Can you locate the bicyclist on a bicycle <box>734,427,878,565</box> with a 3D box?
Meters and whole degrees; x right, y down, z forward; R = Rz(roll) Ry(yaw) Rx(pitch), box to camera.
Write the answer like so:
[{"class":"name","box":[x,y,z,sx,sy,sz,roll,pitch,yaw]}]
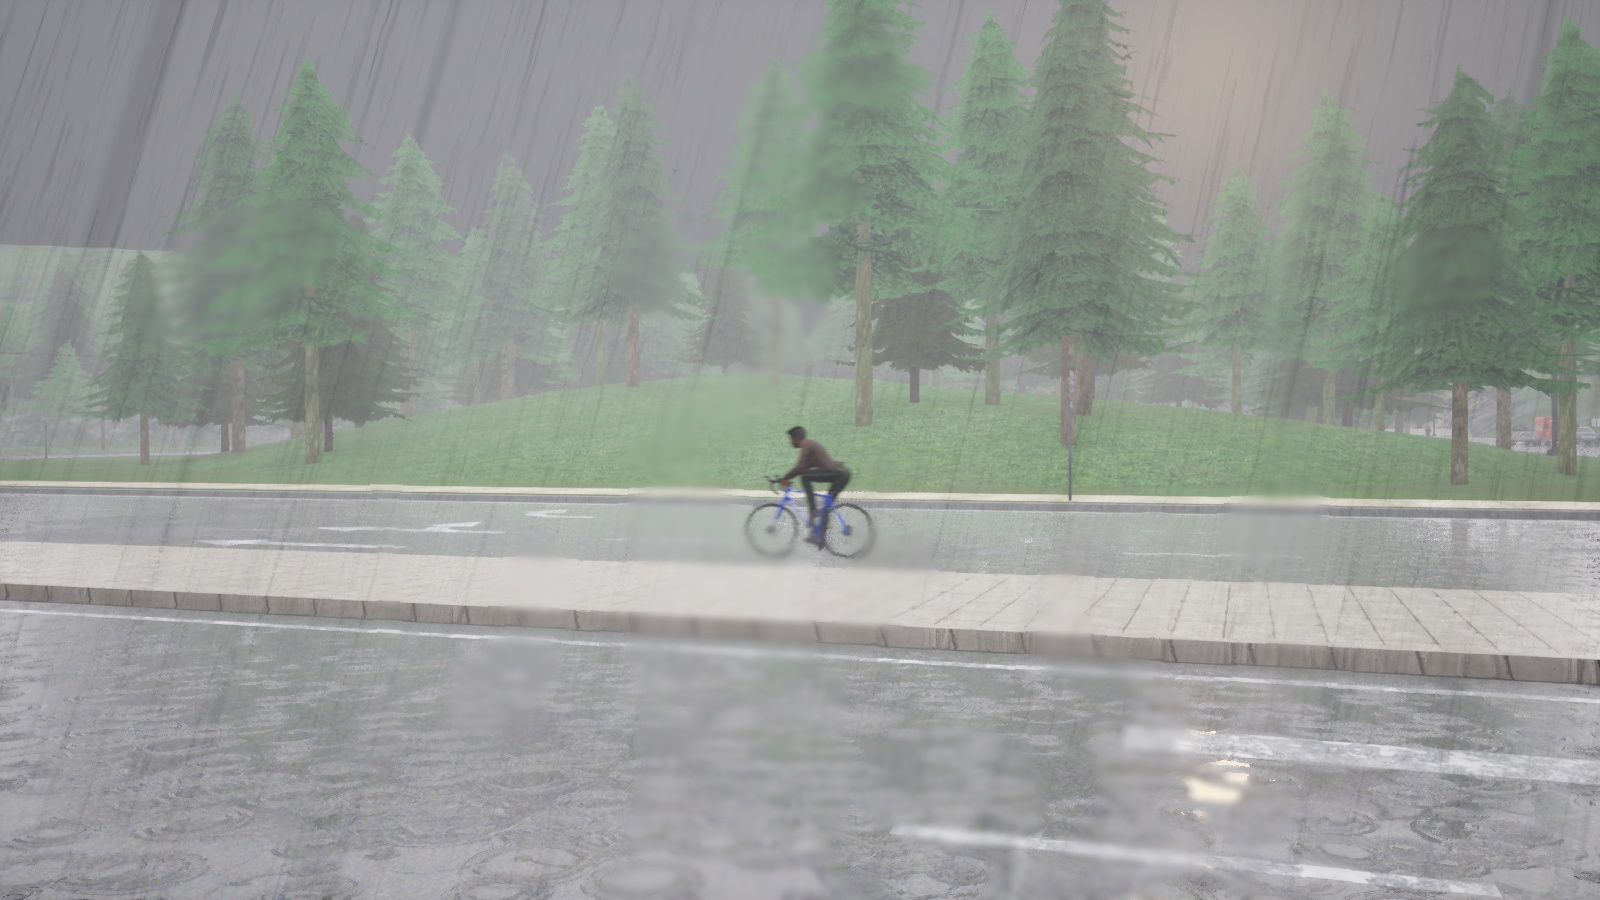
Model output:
[{"class":"bicyclist on a bicycle","box":[0.072,0.533,15.299,1.656,1.620,0.582,0,1,19]}]
